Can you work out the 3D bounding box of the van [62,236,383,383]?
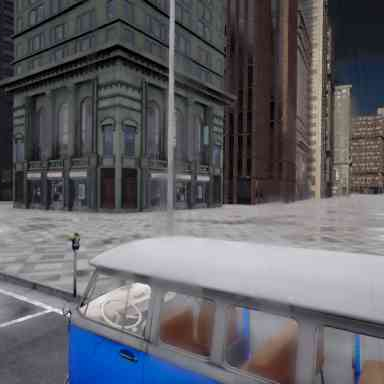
[{"bbox_3d":[0.722,1.341,2.477,3.998,1.788,1.690,0,1,35],"label":"van"}]
